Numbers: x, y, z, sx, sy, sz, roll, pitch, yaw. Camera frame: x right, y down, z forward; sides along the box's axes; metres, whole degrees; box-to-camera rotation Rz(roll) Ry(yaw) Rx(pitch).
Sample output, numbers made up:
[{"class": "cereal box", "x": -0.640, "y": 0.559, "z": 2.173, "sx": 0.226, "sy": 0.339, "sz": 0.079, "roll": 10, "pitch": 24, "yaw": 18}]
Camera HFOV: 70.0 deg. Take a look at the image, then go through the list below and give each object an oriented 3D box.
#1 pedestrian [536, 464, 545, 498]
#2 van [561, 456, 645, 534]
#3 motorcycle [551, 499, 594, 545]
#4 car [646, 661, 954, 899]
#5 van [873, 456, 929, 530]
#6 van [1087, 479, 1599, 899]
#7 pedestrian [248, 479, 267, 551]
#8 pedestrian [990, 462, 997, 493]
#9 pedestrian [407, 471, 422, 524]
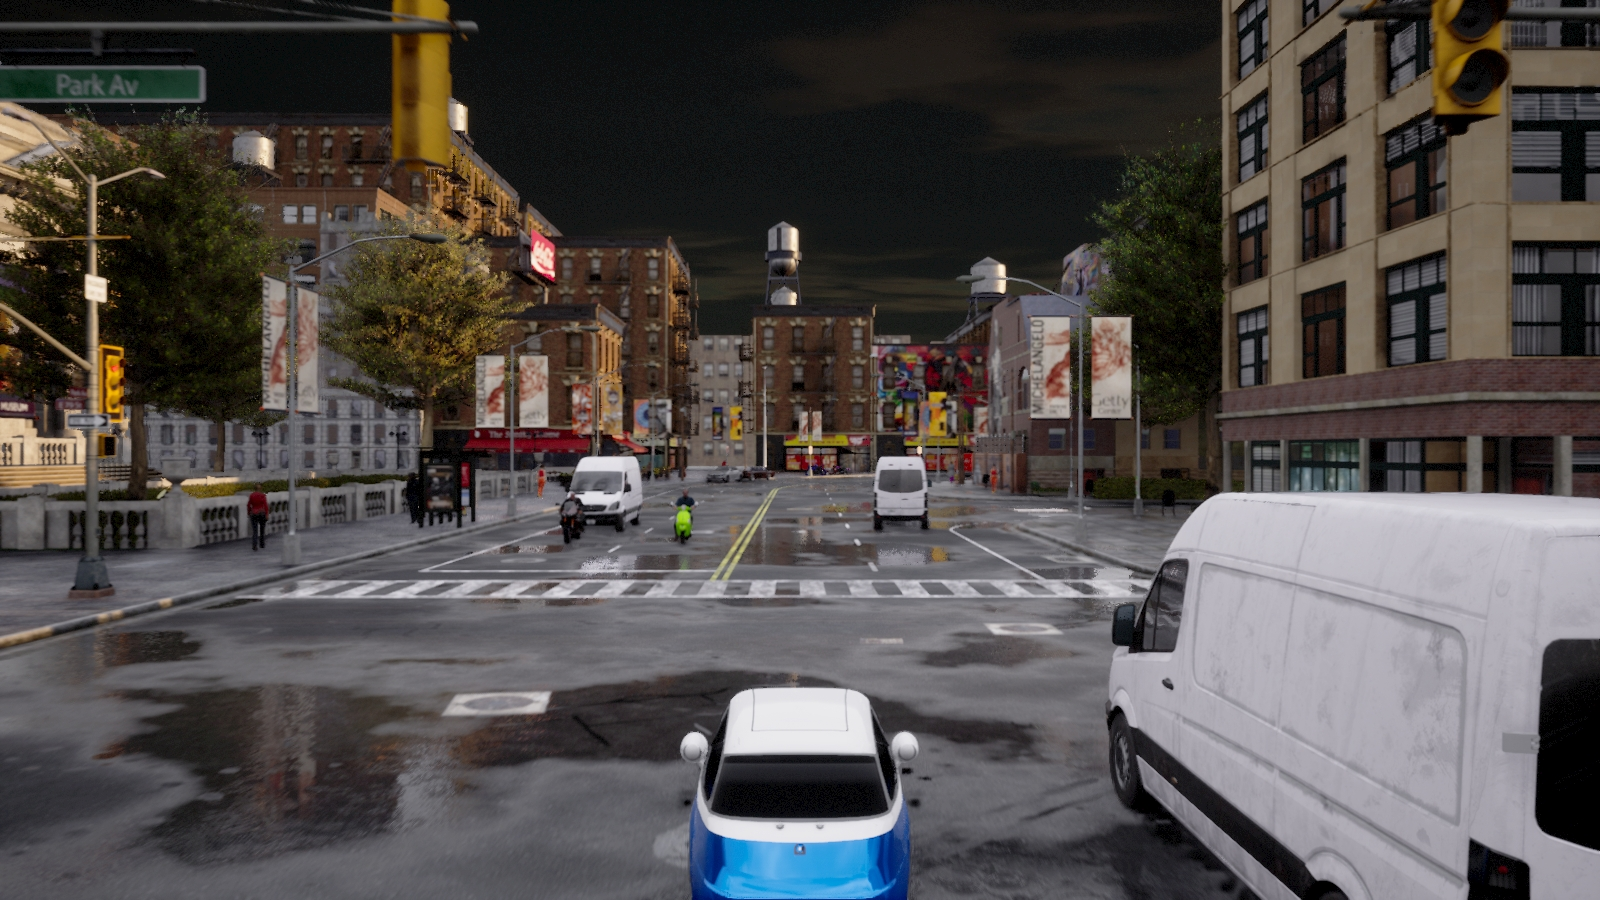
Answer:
[{"class": "pedestrian", "x": -14.146, "y": 1.688, "z": 62.292, "sx": 0.375, "sy": 1.860, "sz": 0.375, "roll": 0, "pitch": 0, "yaw": 8}, {"class": "van", "x": -6.992, "y": 1.528, "z": 41.164, "sx": 1.988, "sy": 2.561, "sz": 5.915, "roll": 0, "pitch": 0, "yaw": 0}, {"class": "motorcycle", "x": -6.999, "y": 2.200, "z": 35.243, "sx": 0.867, "sy": 1.251, "sz": 2.209, "roll": 0, "pitch": 0, "yaw": 0}, {"class": "car", "x": -0.001, "y": 2.119, "z": 6.595, "sx": 1.481, "sy": 1.376, "sz": 2.207, "roll": 0, "pitch": 0, "yaw": 0}, {"class": "van", "x": 3.871, "y": 1.528, "z": 43.254, "sx": 1.988, "sy": 2.561, "sz": 5.915, "roll": 0, "pitch": 0, "yaw": 6}, {"class": "van", "x": 3.509, "y": 1.533, "z": 7.067, "sx": 1.988, "sy": 2.561, "sz": 5.915, "roll": 0, "pitch": 0, "yaw": 0}, {"class": "pedestrian", "x": -14.117, "y": 1.692, "z": 29.733, "sx": 0.375, "sy": 1.860, "sz": 0.375, "roll": 0, "pitch": 0, "yaw": -11}, {"class": "pedestrian", "x": 11.724, "y": 1.687, "z": 69.108, "sx": 0.375, "sy": 1.860, "sz": 0.375, "roll": 0, "pitch": 0, "yaw": 0}, {"class": "pedestrian", "x": -13.725, "y": 1.690, "z": 40.660, "sx": 0.375, "sy": 1.860, "sz": 0.375, "roll": 0, "pitch": 0, "yaw": 3}]
